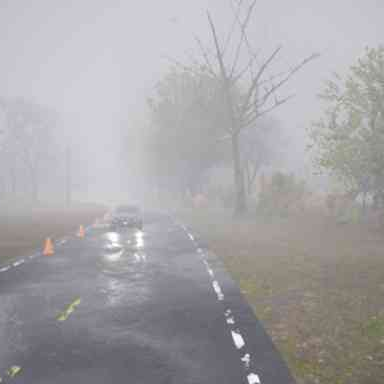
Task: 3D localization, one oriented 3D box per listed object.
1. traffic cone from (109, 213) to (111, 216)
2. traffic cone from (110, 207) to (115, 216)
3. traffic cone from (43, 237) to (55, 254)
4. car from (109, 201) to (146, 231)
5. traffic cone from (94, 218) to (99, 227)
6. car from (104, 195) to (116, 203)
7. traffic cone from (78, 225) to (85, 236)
[{"bbox_3d":[-7.033,2.021,27.184,0.340,0.580,0.340,0,0,-9],"label":"traffic cone"},{"bbox_3d":[-7.834,2.033,32.048,0.340,0.580,0.340,0,0,-10],"label":"traffic cone"},{"bbox_3d":[-5.388,1.987,12.489,0.340,0.580,0.340,0,0,-4],"label":"traffic cone"},{"bbox_3d":[-4.078,1.557,21.315,1.837,1.490,4.892,0,0,-7],"label":"car"},{"bbox_3d":[-6.358,2.010,22.300,0.340,0.580,0.340,0,0,-7],"label":"traffic cone"},{"bbox_3d":[-18.499,1.525,74.910,2.097,1.767,4.553,0,0,-24],"label":"car"},{"bbox_3d":[-5.810,1.999,17.401,0.340,0.580,0.340,0,0,-6],"label":"traffic cone"}]
